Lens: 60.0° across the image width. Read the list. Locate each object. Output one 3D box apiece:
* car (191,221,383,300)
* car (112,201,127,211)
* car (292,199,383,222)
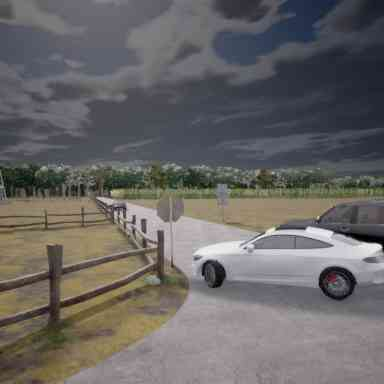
[{"bbox_3d":[2.258,1.612,8.404,4.674,1.442,1.812,-2,0,24],"label":"car"},{"bbox_3d":[-10.849,1.980,49.470,2.033,1.411,5.357,-2,0,-18],"label":"car"},{"bbox_3d":[5.105,1.228,9.819,2.150,2.045,5.566,-2,0,-40],"label":"car"}]
